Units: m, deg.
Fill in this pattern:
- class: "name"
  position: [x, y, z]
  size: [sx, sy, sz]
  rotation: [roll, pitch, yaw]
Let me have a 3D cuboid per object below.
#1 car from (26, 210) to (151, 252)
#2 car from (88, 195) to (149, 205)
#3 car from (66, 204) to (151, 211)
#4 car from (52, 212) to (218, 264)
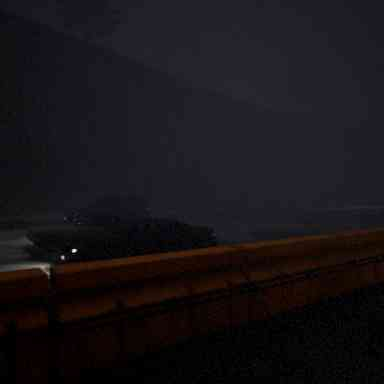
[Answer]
- class: "car"
  position: [-4.201, 1.609, 13.813]
  size: [4.718, 1.301, 1.895]
  rotation: [0, 0, -35]
- class: "car"
  position: [-5.329, 1.235, 21.532]
  size: [5.566, 2.045, 2.150]
  rotation: [0, 0, -34]
- class: "car"
  position: [-4.398, 1.575, 17.897]
  size: [4.181, 1.385, 1.994]
  rotation: [0, 0, -34]
- class: "car"
  position: [-1.625, 1.556, 11.365]
  size: [5.357, 1.411, 2.033]
  rotation: [0, 0, -35]
